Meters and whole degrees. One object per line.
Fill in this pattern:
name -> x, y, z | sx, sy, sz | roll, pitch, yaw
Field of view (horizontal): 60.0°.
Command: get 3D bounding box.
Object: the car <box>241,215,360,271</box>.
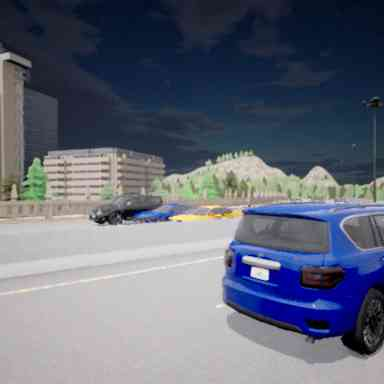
car -> 4.008, 1.604, 11.810 | 4.718, 1.301, 1.895 | 0, 0, -42

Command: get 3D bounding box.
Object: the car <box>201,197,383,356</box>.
car -> 3.019, 1.222, 6.347 | 5.566, 2.045, 2.150 | 0, 0, -39

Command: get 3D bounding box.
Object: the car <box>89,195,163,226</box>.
car -> -4.326, 1.244, 23.380 | 5.566, 2.045, 2.150 | 0, 0, -43

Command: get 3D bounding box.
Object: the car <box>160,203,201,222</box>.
car -> 0.872, 1.491, 18.724 | 5.008, 1.535, 1.882 | 0, 0, -44

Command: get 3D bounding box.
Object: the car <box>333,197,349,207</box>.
car -> 23.584, 1.578, 52.640 | 2.128, 1.511, 4.902 | 0, 0, 22

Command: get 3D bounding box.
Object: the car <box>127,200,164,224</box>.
car -> -1.384, 1.496, 21.403 | 5.008, 1.535, 1.882 | 0, 0, -44

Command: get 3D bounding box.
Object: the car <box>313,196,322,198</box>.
car -> 21.202, 1.467, 56.108 | 2.097, 1.767, 4.553 | 0, 0, 21
